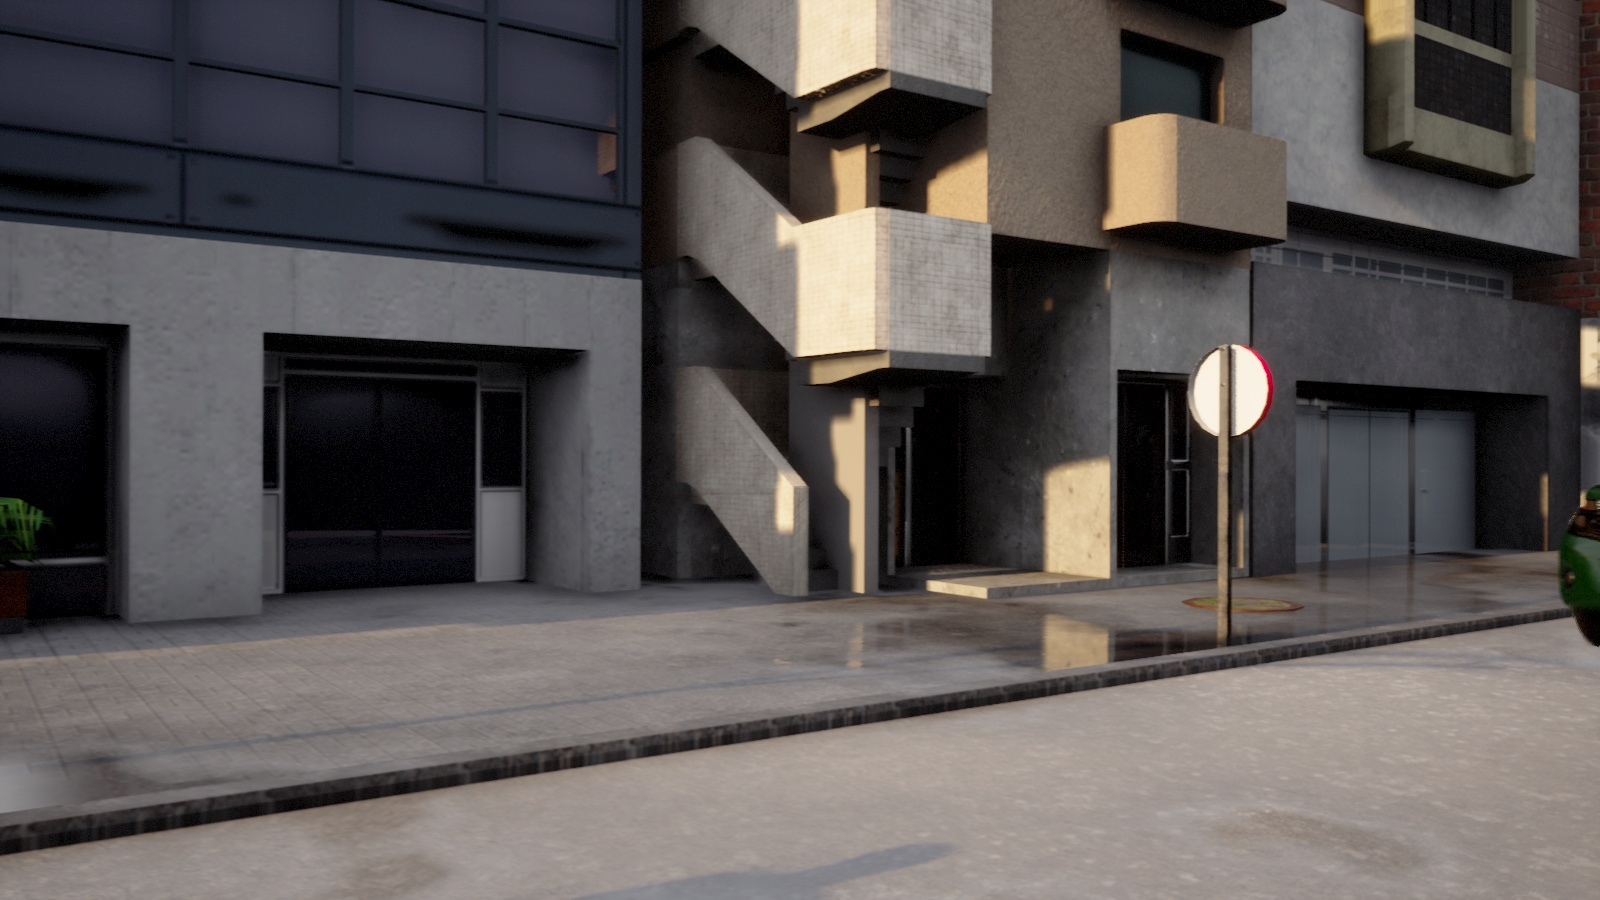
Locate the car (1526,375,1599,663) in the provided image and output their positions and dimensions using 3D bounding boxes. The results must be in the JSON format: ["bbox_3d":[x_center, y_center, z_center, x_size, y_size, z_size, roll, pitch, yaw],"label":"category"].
[{"bbox_3d":[8.302,0.494,10.048,5.566,2.045,2.150,0,0,-35],"label":"car"}]

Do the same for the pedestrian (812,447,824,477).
[{"bbox_3d":[1.117,0.718,76.937,0.402,1.842,0.726,0,0,-36],"label":"pedestrian"}]
